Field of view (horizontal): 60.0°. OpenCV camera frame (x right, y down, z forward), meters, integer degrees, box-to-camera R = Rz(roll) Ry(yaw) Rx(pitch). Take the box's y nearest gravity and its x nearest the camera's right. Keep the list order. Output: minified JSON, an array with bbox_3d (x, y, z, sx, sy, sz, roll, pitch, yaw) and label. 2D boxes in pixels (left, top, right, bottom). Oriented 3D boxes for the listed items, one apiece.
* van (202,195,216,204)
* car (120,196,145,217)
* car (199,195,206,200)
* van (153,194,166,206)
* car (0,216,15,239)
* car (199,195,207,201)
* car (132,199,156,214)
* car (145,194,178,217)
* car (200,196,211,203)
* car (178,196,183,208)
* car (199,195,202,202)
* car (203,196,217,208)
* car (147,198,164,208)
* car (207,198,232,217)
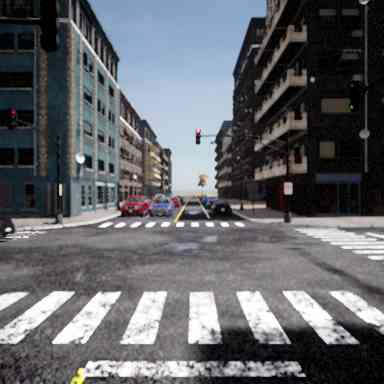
[{"bbox_3d":[2.742,1.314,47.426,1.690,1.788,3.998,0,0,0],"label":"van"},{"bbox_3d":[-5.200,1.301,30.799,2.192,1.841,5.009,0,0,0],"label":"car"},{"bbox_3d":[2.906,1.469,91.842,1.887,1.381,4.507,0,0,0],"label":"car"},{"bbox_3d":[-5.118,1.308,53.007,1.690,1.788,3.998,0,0,0],"label":"van"},{"bbox_3d":[-10.944,1.641,16.007,4.674,1.442,1.812,-1,-1,8],"label":"car"},{"bbox_3d":[2.885,1.476,86.290,1.887,1.381,4.507,0,0,0],"label":"car"},{"bbox_3d":[-5.180,1.526,36.351,1.887,1.381,4.507,0,0,0],"label":"car"},{"bbox_3d":[-2.739,1.338,30.811,2.097,1.767,4.553,0,0,0],"label":"car"},{"bbox_3d":[2.824,1.502,69.634,2.008,1.369,4.403,0,0,0],"label":"car"},{"bbox_3d":[-2.663,1.450,47.550,1.882,1.535,5.008,0,0,0],"label":"car"},{"bbox_3d":[2.783,1.403,58.530,1.967,1.590,4.097,0,0,0],"label":"car"},{"bbox_3d":[2.721,1.559,41.874,1.802,1.307,4.206,0,0,0],"label":"car"},{"bbox_3d":[-5.139,1.517,47.455,1.887,1.381,4.507,0,0,0],"label":"car"},{"bbox_3d":[2.679,1.552,30.770,1.947,1.339,4.313,0,0,0],"label":"car"}]
